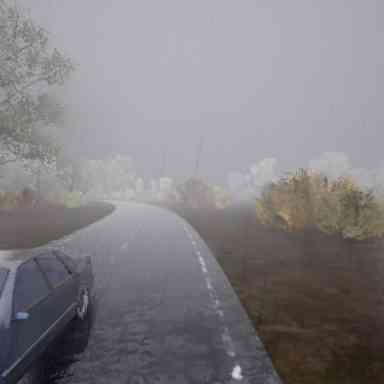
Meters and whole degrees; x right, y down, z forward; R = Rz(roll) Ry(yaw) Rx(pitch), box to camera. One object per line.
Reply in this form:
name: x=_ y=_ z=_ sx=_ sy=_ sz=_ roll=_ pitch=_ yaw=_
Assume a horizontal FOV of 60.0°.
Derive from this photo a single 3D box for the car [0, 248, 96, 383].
car: x=-2.793 y=1.567 z=4.556 sx=2.033 sy=1.411 sz=5.357 roll=0 pitch=0 yaw=-2
